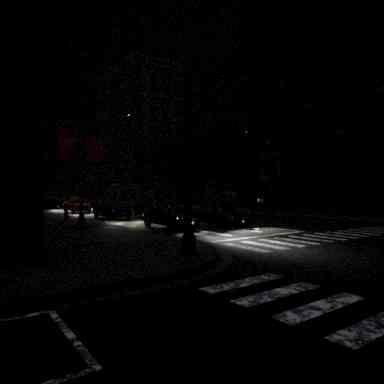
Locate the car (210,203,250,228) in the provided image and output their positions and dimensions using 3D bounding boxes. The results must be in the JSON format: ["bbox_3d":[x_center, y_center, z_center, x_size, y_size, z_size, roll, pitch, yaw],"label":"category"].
[{"bbox_3d":[1.696,1.500,22.013,1.812,1.442,4.674,0,0,-37],"label":"car"}]

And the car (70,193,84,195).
[{"bbox_3d":[-20.529,1.126,58.760,2.150,2.045,5.566,0,0,-36],"label":"car"}]

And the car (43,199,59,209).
[{"bbox_3d":[-18.342,1.535,44.347,1.895,1.301,4.718,0,0,-35],"label":"car"}]

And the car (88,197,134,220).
[{"bbox_3d":[-6.816,1.441,28.248,1.882,1.535,5.008,0,0,-36],"label":"car"}]

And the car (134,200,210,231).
[{"bbox_3d":[-1.401,1.469,20.723,2.128,1.511,4.902,0,0,-36],"label":"car"}]

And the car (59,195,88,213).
[{"bbox_3d":[-12.585,1.426,36.272,1.882,1.535,5.008,0,0,-35],"label":"car"}]

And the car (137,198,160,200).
[{"bbox_3d":[-3.543,1.313,29.262,2.097,1.767,4.553,0,0,-36],"label":"car"}]

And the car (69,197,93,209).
[{"bbox_3d":[-15.220,1.456,45.564,1.812,1.442,4.674,0,0,-35],"label":"car"}]
